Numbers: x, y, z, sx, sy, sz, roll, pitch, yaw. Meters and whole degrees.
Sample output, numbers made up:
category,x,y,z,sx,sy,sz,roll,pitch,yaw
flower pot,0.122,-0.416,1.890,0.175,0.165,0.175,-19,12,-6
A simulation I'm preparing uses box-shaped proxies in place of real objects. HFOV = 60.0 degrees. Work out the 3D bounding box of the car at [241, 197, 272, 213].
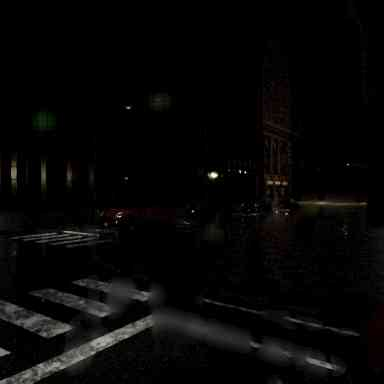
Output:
category,x,y,z,sx,sy,sz,roll,pitch,yaw
car,7.390,1.399,37.716,2.097,1.767,4.553,0,0,36

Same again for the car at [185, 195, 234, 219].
category,x,y,z,sx,sy,sz,roll,pitch,yaw
car,1.686,1.257,29.801,2.150,2.045,5.566,0,0,36

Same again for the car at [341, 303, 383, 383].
category,x,y,z,sx,sy,sz,roll,pitch,yaw
car,3.534,1.221,1.168,5.566,2.045,2.150,0,0,36

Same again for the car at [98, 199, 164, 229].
category,x,y,z,sx,sy,sz,roll,pitch,yaw
car,-3.920,1.377,21.976,2.097,1.767,4.553,0,0,35

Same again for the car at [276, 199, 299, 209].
category,x,y,z,sx,sy,sz,roll,pitch,yaw
car,13.124,1.624,45.650,1.994,1.385,4.181,0,0,36
